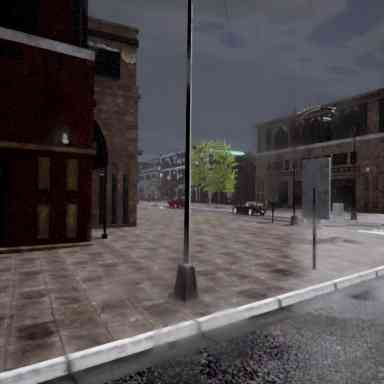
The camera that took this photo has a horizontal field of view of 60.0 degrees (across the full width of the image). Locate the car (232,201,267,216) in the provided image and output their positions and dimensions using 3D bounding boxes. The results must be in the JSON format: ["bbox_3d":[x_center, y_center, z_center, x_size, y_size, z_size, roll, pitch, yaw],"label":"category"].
[{"bbox_3d":[5.784,1.628,33.768,2.008,1.369,4.403,1,-1,-27],"label":"car"}]

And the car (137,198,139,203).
[{"bbox_3d":[-12.196,1.671,69.007,1.802,1.307,4.206,1,-1,-27],"label":"car"}]

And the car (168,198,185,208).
[{"bbox_3d":[-2.165,1.627,49.311,1.887,1.381,4.507,1,-1,-27],"label":"car"}]
